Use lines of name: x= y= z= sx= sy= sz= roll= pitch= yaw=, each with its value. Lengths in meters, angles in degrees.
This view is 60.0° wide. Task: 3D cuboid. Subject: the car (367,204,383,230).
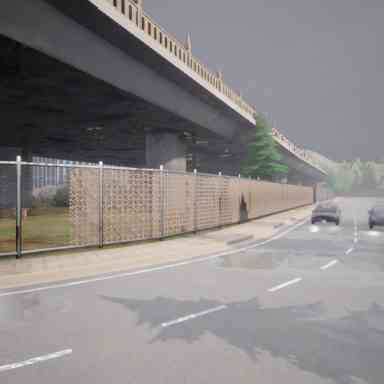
car: x=12.129 y=1.525 z=20.947 sx=1.812 sy=1.442 sz=4.674 roll=0 pitch=0 yaw=26

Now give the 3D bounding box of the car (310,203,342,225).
car: x=9.854 y=1.547 z=24.259 sx=2.033 sy=1.411 sz=5.357 roll=0 pitch=0 yaw=26
